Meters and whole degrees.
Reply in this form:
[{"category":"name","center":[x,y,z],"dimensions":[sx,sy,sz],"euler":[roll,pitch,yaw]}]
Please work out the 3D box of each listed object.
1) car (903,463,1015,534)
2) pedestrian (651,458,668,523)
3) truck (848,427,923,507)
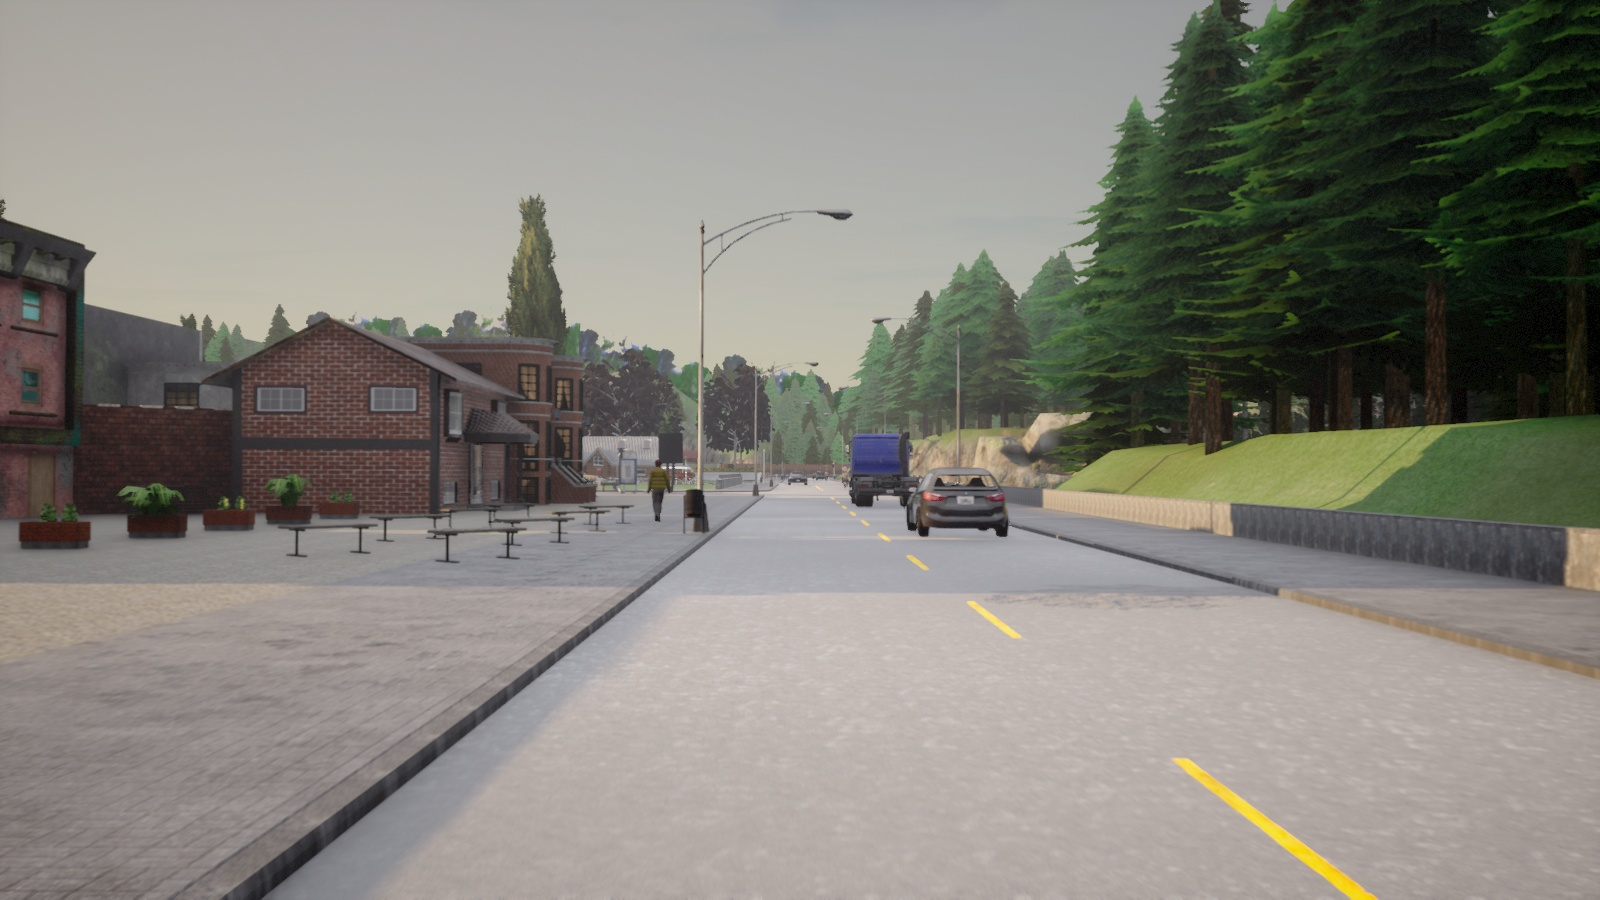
[{"category":"car","center":[3.926,1.177,31.889],"dimensions":[2.242,1.667,4.611],"euler":[0,-1,0]},{"category":"pedestrian","center":[-3.995,1.138,35.685],"dimensions":[0.370,1.835,0.726],"euler":[0,-1,-14]},{"category":"truck","center":[3.861,0.791,58.176],"dimensions":[2.891,3.462,7.936],"euler":[0,-1,0]}]
